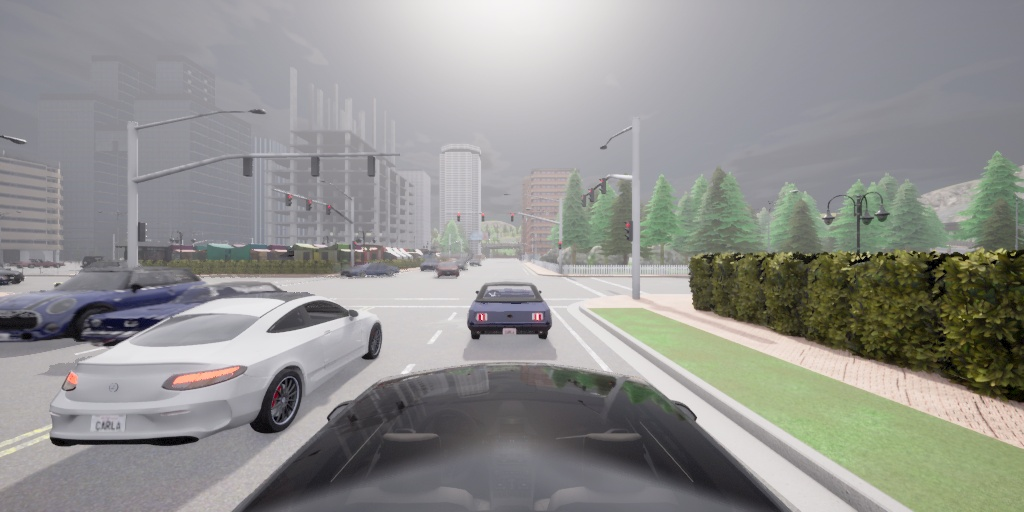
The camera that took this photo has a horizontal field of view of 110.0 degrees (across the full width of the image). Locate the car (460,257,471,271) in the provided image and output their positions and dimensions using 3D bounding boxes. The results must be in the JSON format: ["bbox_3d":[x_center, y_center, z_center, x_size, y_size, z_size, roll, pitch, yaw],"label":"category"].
[{"bbox_3d":[-7.085,1.256,47.825,1.837,1.490,4.892,0,0,0],"label":"car"}]

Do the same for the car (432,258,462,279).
[{"bbox_3d":[-6.093,1.227,33.208,1.882,1.535,5.008,-1,0,-14],"label":"car"}]

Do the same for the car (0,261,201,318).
[{"bbox_3d":[-10.750,1.102,9.757,2.097,1.767,4.553,0,0,-1],"label":"car"}]

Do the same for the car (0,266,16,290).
[{"bbox_3d":[-33.138,1.298,21.061,5.357,1.411,2.033,0,0,2],"label":"car"}]

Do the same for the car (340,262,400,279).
[{"bbox_3d":[-13.074,1.297,33.477,2.033,1.411,5.357,0,0,34],"label":"car"}]

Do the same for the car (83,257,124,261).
[{"bbox_3d":[-26.340,1.102,24.381,4.553,1.767,2.097,0,0,2],"label":"car"}]

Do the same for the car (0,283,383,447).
[{"bbox_3d":[-3.506,1.276,5.389,1.812,1.442,4.674,0,0,-1],"label":"car"}]

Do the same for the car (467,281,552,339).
[{"bbox_3d":[-0.092,1.351,9.997,1.895,1.301,4.718,0,0,-1],"label":"car"}]

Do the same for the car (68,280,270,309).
[{"bbox_3d":[-7.240,1.351,8.977,1.895,1.301,4.718,0,0,-1],"label":"car"}]

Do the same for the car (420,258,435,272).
[{"bbox_3d":[-10.585,1.105,47.053,2.097,1.767,4.553,0,0,0],"label":"car"}]
